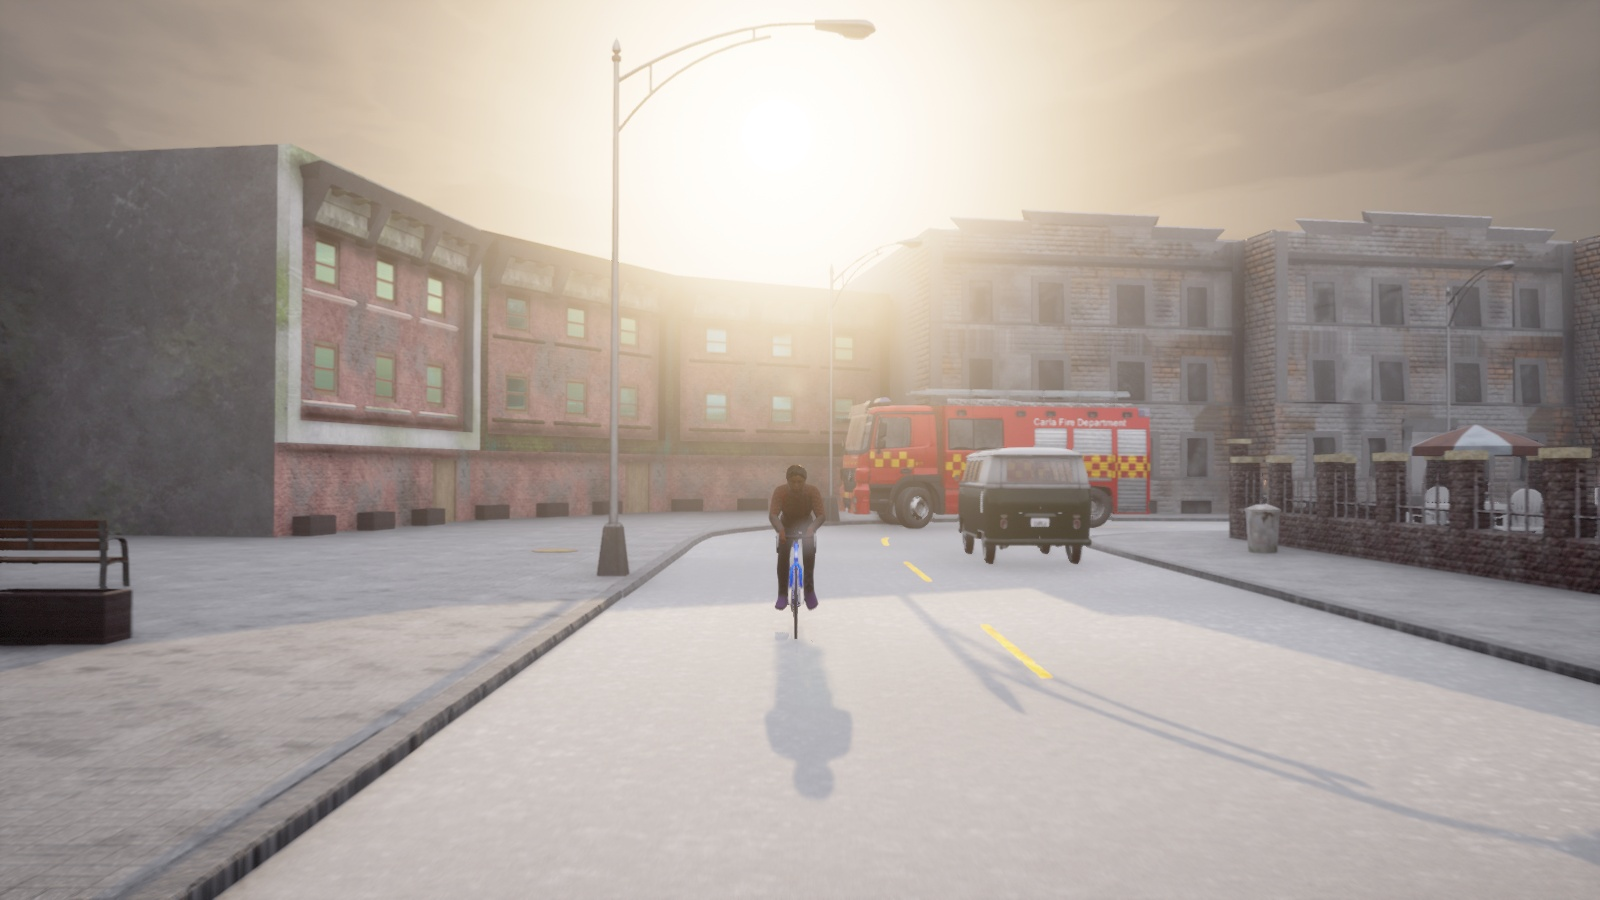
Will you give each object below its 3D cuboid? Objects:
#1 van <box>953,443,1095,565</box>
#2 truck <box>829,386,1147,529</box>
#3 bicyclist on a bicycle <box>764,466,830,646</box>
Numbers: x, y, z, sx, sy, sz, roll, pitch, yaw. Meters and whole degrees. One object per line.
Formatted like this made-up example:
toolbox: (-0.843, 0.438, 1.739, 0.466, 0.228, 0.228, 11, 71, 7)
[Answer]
van: (3.942, 0.926, 22.815, 1.775, 1.987, 4.442, 0, -1, 0)
truck: (5.241, 0.212, 35.754, 8.468, 3.827, 2.891, 0, -1, -8)
bicyclist on a bicycle: (-0.029, 0.967, 12.174, 0.582, 1.620, 1.656, 0, 0, 0)
